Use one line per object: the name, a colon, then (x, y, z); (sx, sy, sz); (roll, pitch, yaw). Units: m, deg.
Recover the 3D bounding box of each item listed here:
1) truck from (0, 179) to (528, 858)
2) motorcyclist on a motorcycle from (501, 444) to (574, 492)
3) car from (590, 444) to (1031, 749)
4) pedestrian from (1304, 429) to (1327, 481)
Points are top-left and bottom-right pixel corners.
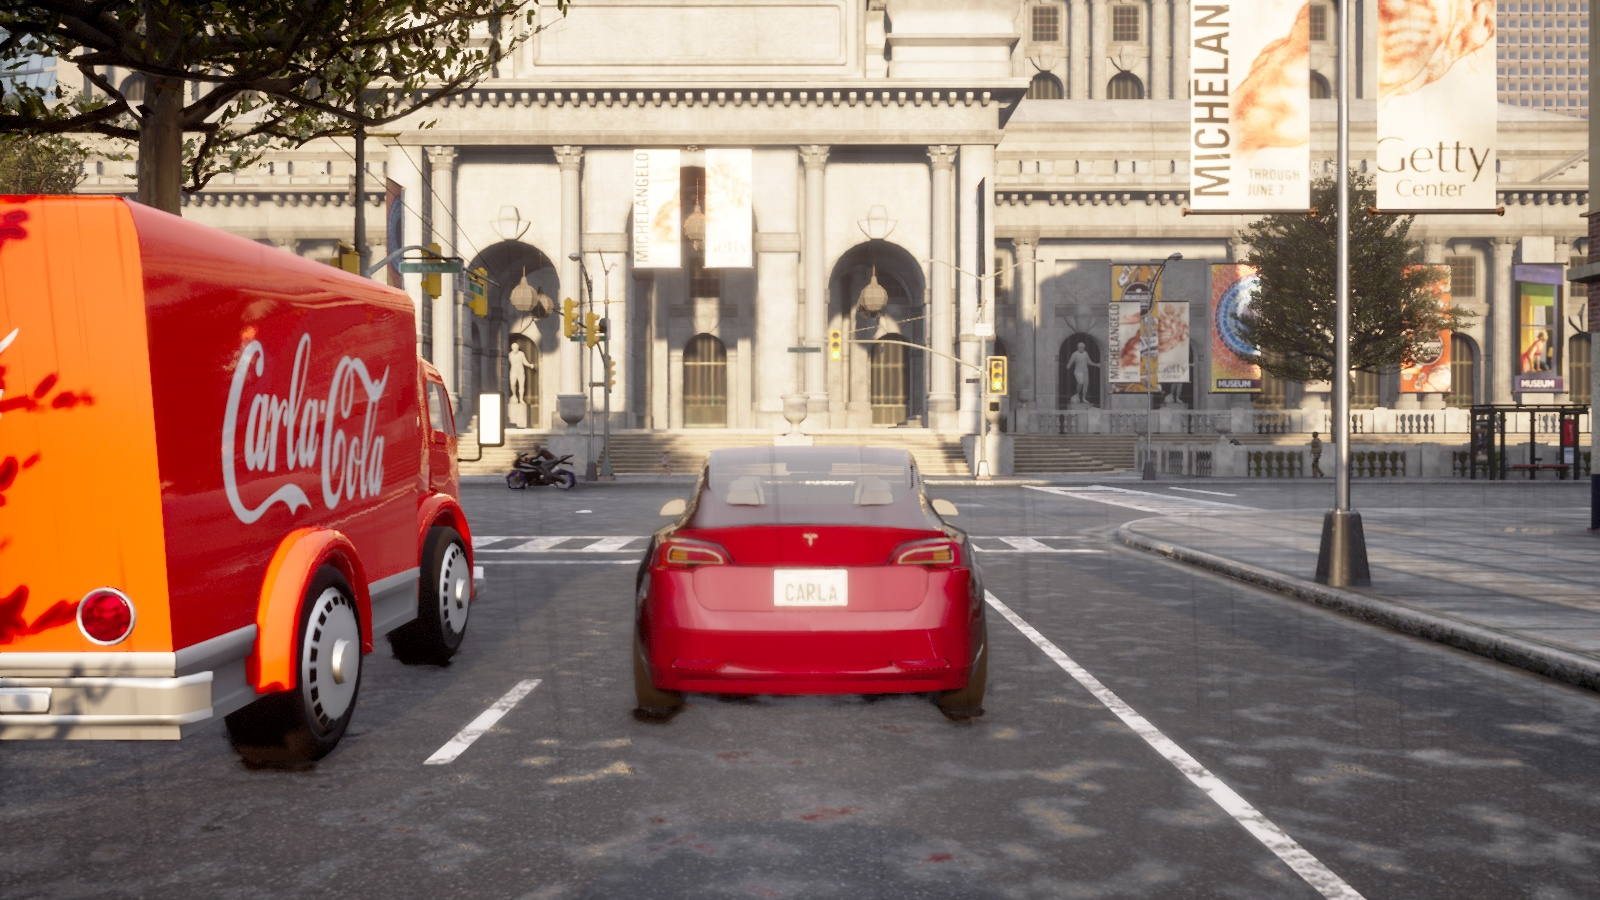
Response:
truck: (-3.444, 0.227, 7.168); (2.627, 2.467, 5.204); (0, 1, 0)
motorcyclist on a motorcycle: (-8.571, 0.576, 41.033); (2.191, 1.530, 0.866); (0, 0, 1)
car: (0.062, 0.706, 8.558); (2.163, 1.488, 4.792); (0, 0, 0)
pedestrian: (19.532, 0.189, 47.596); (0.692, 1.930, 0.396); (0, 0, -8)
